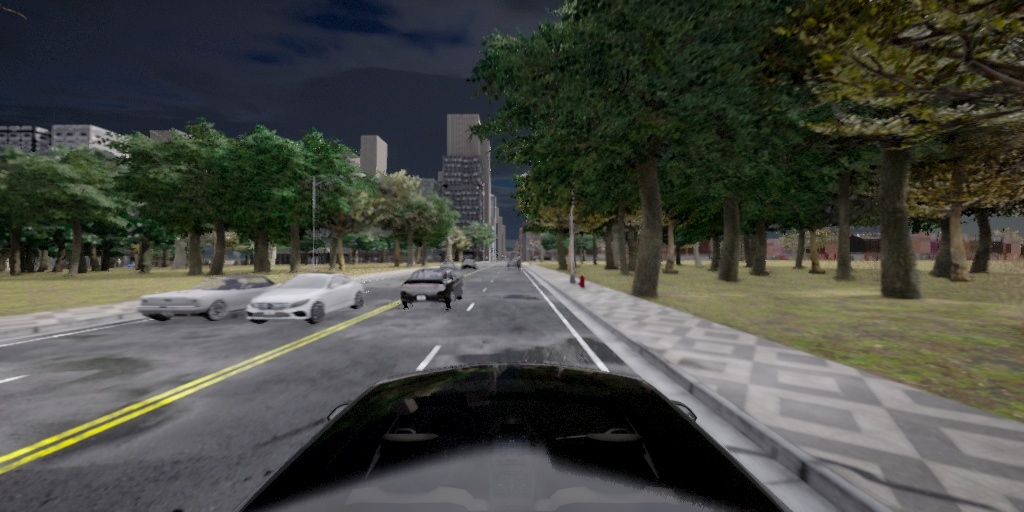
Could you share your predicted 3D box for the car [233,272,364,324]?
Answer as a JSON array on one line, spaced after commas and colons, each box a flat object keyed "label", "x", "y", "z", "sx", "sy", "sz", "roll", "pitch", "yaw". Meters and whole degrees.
[{"label": "car", "x": -6.585, "y": 1.282, "z": 12.057, "sx": 1.812, "sy": 1.442, "sz": 4.674, "roll": 0, "pitch": 0, "yaw": 0}]

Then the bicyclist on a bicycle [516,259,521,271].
[{"label": "bicyclist on a bicycle", "x": 0.903, "y": 1.260, "z": 52.349, "sx": 0.659, "sy": 1.776, "sz": 1.843, "roll": 0, "pitch": 0, "yaw": 0}]

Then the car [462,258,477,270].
[{"label": "car", "x": -6.542, "y": 1.255, "z": 54.924, "sx": 2.097, "sy": 1.767, "sz": 4.553, "roll": 0, "pitch": 0, "yaw": 1}]

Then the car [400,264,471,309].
[{"label": "car", "x": -3.148, "y": 1.250, "z": 14.879, "sx": 2.128, "sy": 1.511, "sz": 4.902, "roll": 0, "pitch": 0, "yaw": 0}]

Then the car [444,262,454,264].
[{"label": "car", "x": -9.791, "y": 1.502, "z": 54.616, "sx": 1.895, "sy": 1.301, "sz": 4.718, "roll": 0, "pitch": 0, "yaw": 1}]

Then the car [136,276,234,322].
[{"label": "car", "x": -9.848, "y": 1.357, "z": 12.463, "sx": 1.895, "sy": 1.301, "sz": 4.718, "roll": 0, "pitch": 0, "yaw": 0}]

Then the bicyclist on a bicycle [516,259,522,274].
[{"label": "bicyclist on a bicycle", "x": 0.901, "y": 1.292, "z": 42.103, "sx": 0.582, "sy": 1.620, "sz": 1.656, "roll": 0, "pitch": -1, "yaw": 0}]
